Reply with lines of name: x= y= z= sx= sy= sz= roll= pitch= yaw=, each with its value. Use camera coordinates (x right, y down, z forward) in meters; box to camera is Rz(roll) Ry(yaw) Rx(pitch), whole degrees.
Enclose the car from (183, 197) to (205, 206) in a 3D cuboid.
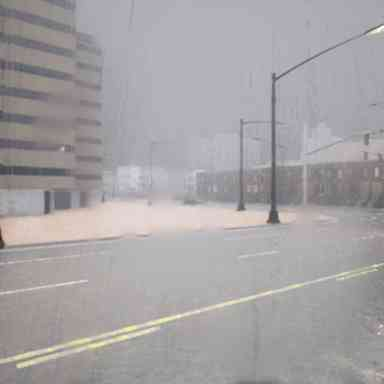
car: x=0.365 y=1.570 z=57.610 sx=2.128 sy=1.511 sz=4.902 roll=0 pitch=0 yaw=-35
